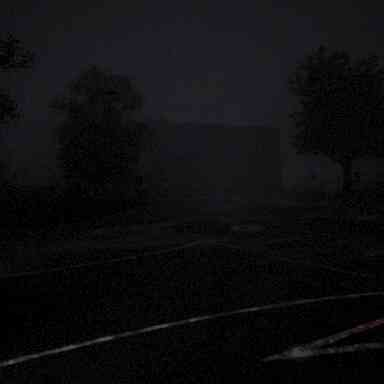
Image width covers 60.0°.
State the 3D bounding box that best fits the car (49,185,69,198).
[{"bbox_3d":[-18.363,0.237,47.199,2.231,1.521,4.892,-1,1,15],"label":"car"}]

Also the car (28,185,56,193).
[{"bbox_3d":[-20.810,0.008,48.869,2.435,2.045,5.566,-1,1,15],"label":"car"}]

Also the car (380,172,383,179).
[{"bbox_3d":[48.871,-3.470,79.606,5.366,1.575,1.946,-2,7,-8],"label":"car"}]

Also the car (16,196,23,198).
[{"bbox_3d":[-23.232,0.029,50.644,2.435,2.045,5.566,-1,1,15],"label":"car"}]
